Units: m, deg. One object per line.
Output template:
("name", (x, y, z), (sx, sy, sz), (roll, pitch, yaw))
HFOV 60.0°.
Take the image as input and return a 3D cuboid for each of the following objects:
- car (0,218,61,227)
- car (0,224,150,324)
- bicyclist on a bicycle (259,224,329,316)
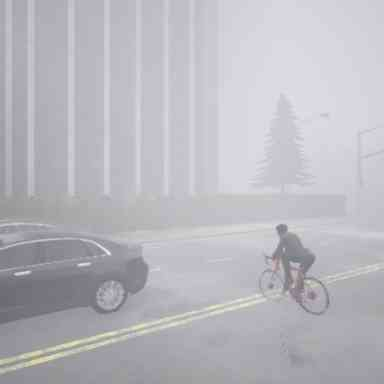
("car", (-5.136, 1.491, 8.931), (4.902, 1.511, 2.128), (0, 0, -35))
("car", (-3.157, 1.504, 6.044), (4.892, 1.490, 1.837), (0, 0, -35))
("bicyclist on a bicycle", (1.897, 1.455, 6.450), (0.582, 1.620, 1.656), (0, -2, -35))
